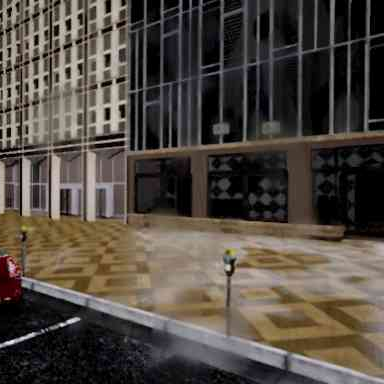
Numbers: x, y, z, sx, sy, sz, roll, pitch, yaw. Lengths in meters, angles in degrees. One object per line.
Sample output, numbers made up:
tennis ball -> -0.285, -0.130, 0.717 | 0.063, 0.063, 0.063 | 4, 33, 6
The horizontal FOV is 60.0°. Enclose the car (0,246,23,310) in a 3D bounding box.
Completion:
car -> -5.188, 1.443, 6.559 | 4.097, 1.590, 1.967 | 0, 1, 35
